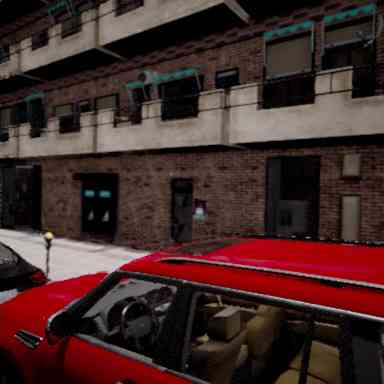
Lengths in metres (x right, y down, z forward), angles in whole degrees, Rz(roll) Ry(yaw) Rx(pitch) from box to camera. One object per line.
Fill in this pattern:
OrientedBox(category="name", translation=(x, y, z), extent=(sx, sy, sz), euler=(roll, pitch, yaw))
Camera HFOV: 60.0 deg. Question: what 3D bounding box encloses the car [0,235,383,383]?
OrientedBox(category="car", translation=(0.293, 1.304, 2.604), extent=(5.009, 1.841, 2.192), euler=(1, 1, 36))
